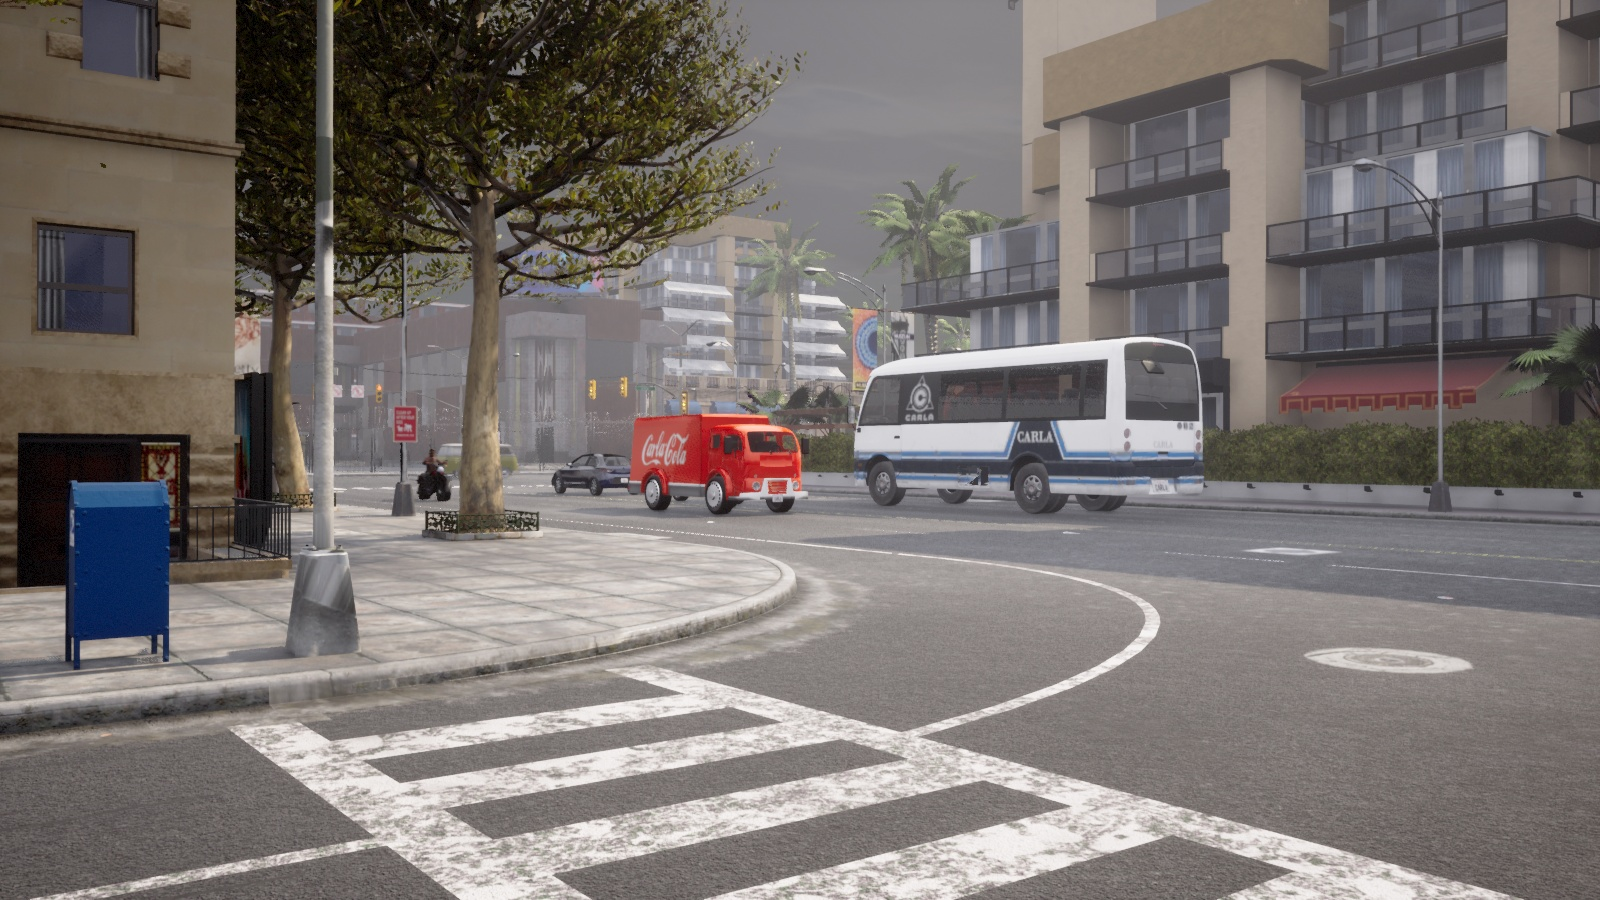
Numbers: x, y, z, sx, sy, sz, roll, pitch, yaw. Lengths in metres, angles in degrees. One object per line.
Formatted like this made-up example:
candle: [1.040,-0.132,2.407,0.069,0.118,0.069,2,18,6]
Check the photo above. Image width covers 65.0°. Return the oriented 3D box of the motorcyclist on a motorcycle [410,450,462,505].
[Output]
motorcyclist on a motorcycle: [-11.153,0.813,38.414,0.766,1.649,2.350,0,0,-37]

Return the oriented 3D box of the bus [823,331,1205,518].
bus: [5.323,-0.560,33.896,3.944,4.253,10.273,0,0,-37]

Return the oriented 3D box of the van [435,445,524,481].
van: [-17.828,0.706,69.868,4.442,1.987,1.775,0,0,-36]

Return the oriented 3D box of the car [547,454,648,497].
car: [-7.301,0.884,44.976,1.816,1.474,4.193,0,0,-37]

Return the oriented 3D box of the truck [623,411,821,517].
truck: [-2.091,0.341,32.124,2.627,2.467,5.204,0,0,-37]
